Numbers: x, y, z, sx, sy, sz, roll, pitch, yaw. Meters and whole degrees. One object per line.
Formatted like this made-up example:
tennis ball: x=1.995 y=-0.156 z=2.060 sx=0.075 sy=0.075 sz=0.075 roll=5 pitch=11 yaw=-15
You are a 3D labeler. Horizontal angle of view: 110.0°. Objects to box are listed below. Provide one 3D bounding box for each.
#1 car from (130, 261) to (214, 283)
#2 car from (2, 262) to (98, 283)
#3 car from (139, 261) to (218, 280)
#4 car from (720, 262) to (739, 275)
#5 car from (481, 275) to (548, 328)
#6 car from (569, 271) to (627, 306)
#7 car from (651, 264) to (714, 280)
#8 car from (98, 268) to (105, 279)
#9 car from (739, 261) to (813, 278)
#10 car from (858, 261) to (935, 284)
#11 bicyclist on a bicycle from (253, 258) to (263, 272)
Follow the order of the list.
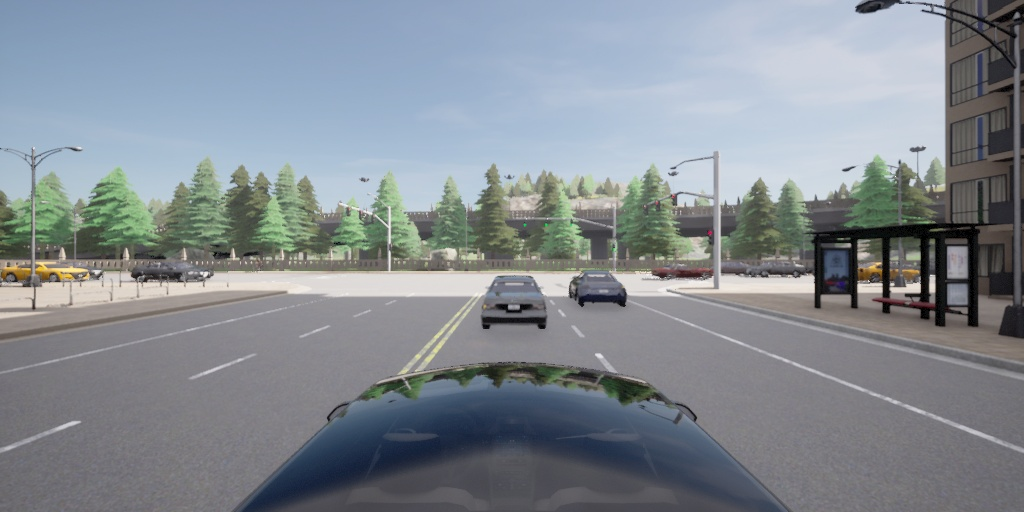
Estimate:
car: x=-25.627 y=1.233 z=27.009 sx=4.902 sy=1.511 sz=2.128 roll=0 pitch=0 yaw=-2
car: x=-35.130 y=1.219 z=27.106 sx=5.008 sy=1.535 sz=1.882 roll=0 pitch=0 yaw=0
car: x=-28.310 y=1.225 z=30.572 sx=5.008 sy=1.535 sz=1.882 roll=0 pitch=0 yaw=0
car: x=22.429 y=1.308 z=37.061 sx=5.357 sy=1.411 sz=2.033 roll=0 pitch=0 yaw=1
car: x=0.070 y=1.316 z=11.409 sx=2.033 sy=1.411 sz=5.357 roll=0 pitch=0 yaw=1
car: x=3.704 y=1.341 z=15.988 sx=1.994 sy=1.385 sz=4.181 roll=0 pitch=0 yaw=3
car: x=14.269 y=1.348 z=30.003 sx=4.718 sy=1.301 sz=1.895 roll=0 pitch=0 yaw=1
car: x=-37.810 y=1.239 z=30.530 sx=4.902 sy=1.511 sz=2.128 roll=0 pitch=0 yaw=-2
car: x=24.543 y=1.245 z=33.479 sx=4.902 sy=1.511 sz=2.128 roll=0 pitch=0 yaw=2
car: x=27.236 y=1.218 z=26.304 sx=5.008 sy=1.535 sz=1.882 roll=0 pitch=0 yaw=1
bicyclist on a bicycle: x=-29.441 y=1.069 z=41.603 sx=0.582 sy=1.620 sz=1.656 roll=0 pitch=0 yaw=1
